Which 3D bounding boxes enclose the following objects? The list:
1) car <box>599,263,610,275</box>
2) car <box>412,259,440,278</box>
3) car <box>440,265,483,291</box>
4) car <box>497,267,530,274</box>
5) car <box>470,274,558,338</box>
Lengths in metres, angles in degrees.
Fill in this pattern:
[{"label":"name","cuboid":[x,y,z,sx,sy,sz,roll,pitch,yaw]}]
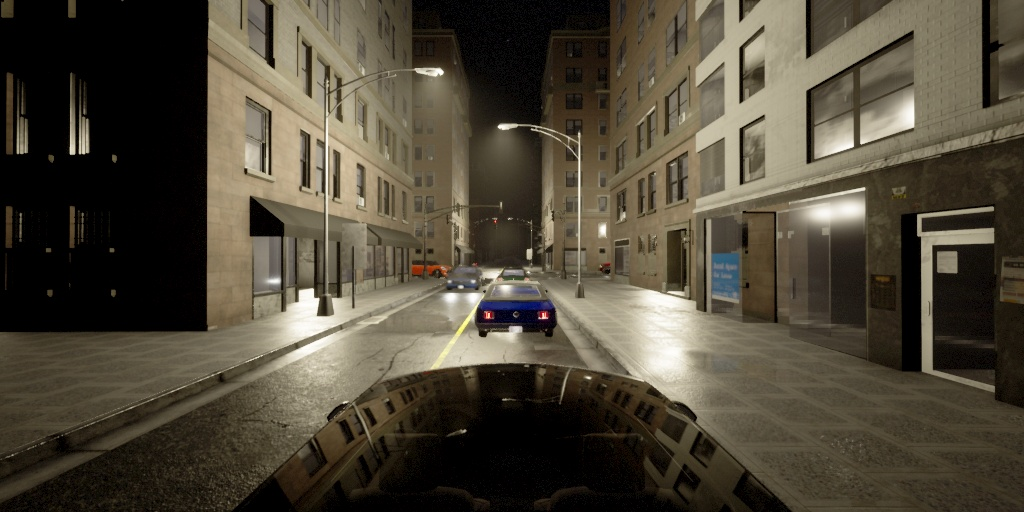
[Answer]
[{"label":"car","cuboid":[12.060,1.254,37.495,5.008,1.535,1.882,0,0,0]},{"label":"car","cuboid":[-7.642,1.119,33.291,4.553,1.767,2.097,0,0,18]},{"label":"car","cuboid":[-2.764,1.306,22.073,2.033,1.411,5.357,0,0,0]},{"label":"car","cuboid":[0.086,1.321,20.115,1.994,1.385,4.181,0,0,0]},{"label":"car","cuboid":[0.096,1.352,10.226,1.895,1.301,4.718,0,0,0]}]
